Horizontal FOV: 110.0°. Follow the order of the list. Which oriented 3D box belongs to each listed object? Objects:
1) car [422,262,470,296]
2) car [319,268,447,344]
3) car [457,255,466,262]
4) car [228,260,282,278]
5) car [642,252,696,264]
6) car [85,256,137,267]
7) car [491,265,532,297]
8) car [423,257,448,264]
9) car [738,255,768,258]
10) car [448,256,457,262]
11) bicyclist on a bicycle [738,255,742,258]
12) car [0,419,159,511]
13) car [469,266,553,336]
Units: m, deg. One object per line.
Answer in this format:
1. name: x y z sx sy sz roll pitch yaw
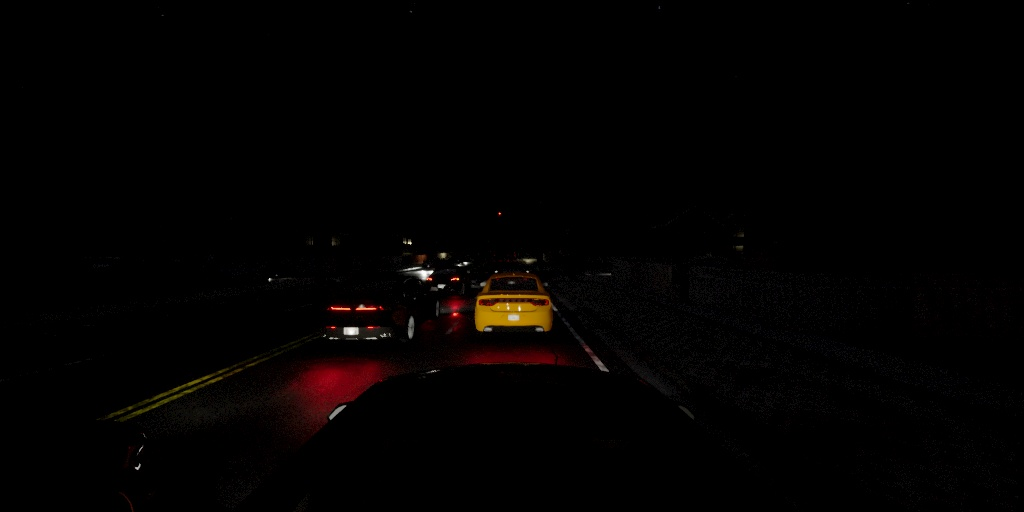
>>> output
1. car: -3.257 1.212 18.866 1.812 1.442 4.674 0 0 1
2. car: -3.194 1.239 9.557 1.837 1.490 4.892 0 0 0
3. car: -9.948 0.656 63.912 1.882 1.535 5.008 0 1 0
4. car: -22.627 1.116 31.126 4.553 1.767 2.097 0 1 2
5. car: 14.812 0.700 31.576 5.566 2.045 2.150 0 1 -2
6. car: -35.329 1.064 31.800 5.566 2.045 2.150 0 1 4
7. car: -0.001 1.247 19.332 1.994 1.385 4.181 0 0 1
8. car: -9.942 0.932 45.122 2.128 1.511 4.902 0 1 0
9. car: 22.751 0.735 34.759 4.553 1.767 2.097 0 1 -2
10. car: -9.963 0.905 54.306 1.994 1.385 4.181 0 1 0
11. bicyclist on a bicycle: 18.391 0.782 28.771 0.582 1.620 1.656 0 0 -2
12. car: -3.148 1.228 0.147 1.882 1.535 5.008 0 0 0
13. car: 0.058 1.209 10.443 1.882 1.535 5.008 0 0 0
